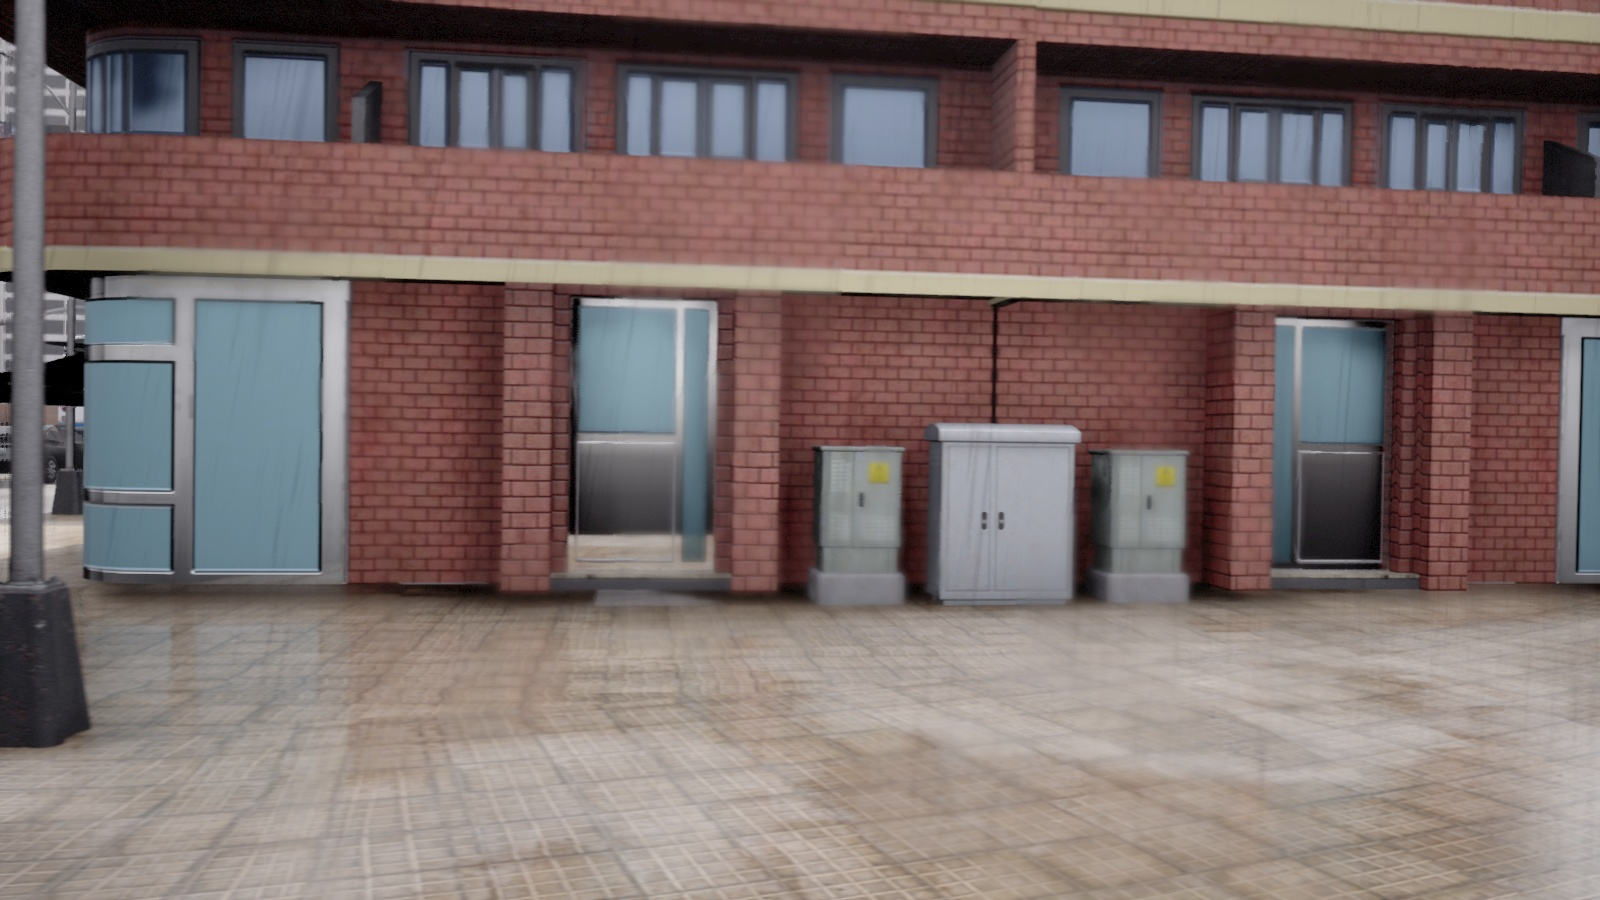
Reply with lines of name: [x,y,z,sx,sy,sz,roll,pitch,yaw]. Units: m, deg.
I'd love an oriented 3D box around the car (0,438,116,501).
car: [-19.872,0.454,32.831,2.007,1.525,4.514,0,1,-8]

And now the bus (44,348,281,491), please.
bus: [-21.177,-1.003,42.730,3.944,4.253,10.273,0,1,-7]
